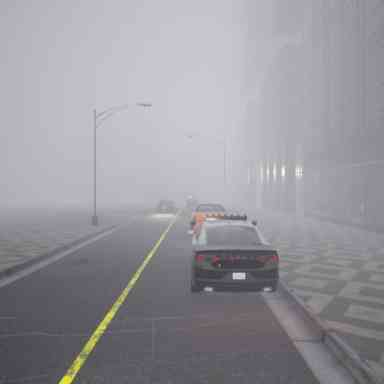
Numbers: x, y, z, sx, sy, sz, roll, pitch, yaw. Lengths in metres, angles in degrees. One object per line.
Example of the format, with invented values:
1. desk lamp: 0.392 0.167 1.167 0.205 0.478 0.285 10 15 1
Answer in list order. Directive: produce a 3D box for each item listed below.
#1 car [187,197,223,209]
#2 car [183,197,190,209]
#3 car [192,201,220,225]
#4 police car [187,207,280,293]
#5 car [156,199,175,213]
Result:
1. car: 0.938 1.360 18.898 2.097 1.767 4.553 0 0 0
2. car: 0.112 1.665 46.531 1.895 1.301 4.718 0 0 1
3. car: 0.952 1.494 24.928 1.882 1.535 5.008 0 0 0
4. police car: 0.916 1.427 9.037 1.930 1.638 5.238 0 0 0
5. car: -2.920 1.532 37.649 2.128 1.511 4.902 0 0 0
